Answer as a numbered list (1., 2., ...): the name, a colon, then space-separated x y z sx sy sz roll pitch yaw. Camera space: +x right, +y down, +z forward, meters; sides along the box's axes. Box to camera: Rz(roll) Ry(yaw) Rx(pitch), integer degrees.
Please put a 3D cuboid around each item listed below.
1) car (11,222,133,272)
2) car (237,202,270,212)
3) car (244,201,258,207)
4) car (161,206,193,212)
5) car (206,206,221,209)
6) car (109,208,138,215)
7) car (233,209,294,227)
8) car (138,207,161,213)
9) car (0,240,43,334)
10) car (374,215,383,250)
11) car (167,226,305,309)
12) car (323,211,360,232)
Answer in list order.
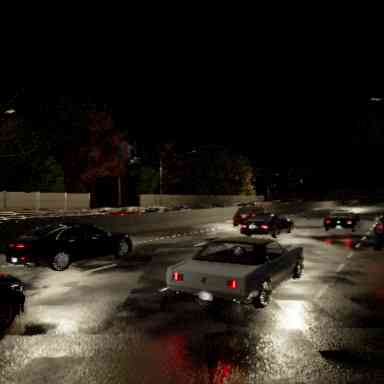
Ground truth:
1. car: -4.299 1.908 12.497 1.837 1.490 4.892 -2 -2 32
2. car: 5.169 1.965 27.803 2.097 1.767 4.553 -2 -2 32
3. car: 14.853 3.066 83.529 1.994 1.385 4.181 -2 -2 32
4. car: -1.527 2.649 43.918 1.837 1.490 4.892 -2 -2 32
5. car: 2.865 2.622 44.361 2.033 1.411 5.357 -2 -2 32
6. car: -9.053 2.911 45.054 1.895 1.301 4.718 -2 -2 32
7. car: 4.709 1.982 20.405 2.033 1.411 5.357 -2 -2 32
8. car: -4.834 2.801 45.219 1.994 1.385 4.181 -2 -2 32
9. car: -4.912 1.749 4.858 1.812 1.442 4.674 -2 -2 32
10. car: 9.476 1.562 15.009 2.097 1.767 4.553 -2 -2 32
11. car: 1.443 1.797 8.473 1.895 1.301 4.718 -2 -2 32
12. car: 10.561 1.998 23.199 1.895 1.301 4.718 -2 -2 32
